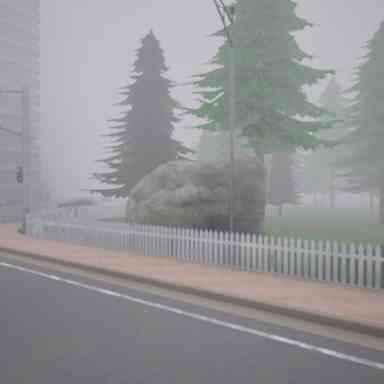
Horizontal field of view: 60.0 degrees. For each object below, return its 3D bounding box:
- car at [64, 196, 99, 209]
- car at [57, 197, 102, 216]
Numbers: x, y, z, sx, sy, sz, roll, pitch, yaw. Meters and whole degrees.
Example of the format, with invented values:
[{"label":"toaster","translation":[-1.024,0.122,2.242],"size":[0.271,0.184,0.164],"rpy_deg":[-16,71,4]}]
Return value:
[{"label":"car","translation":[-13.734,1.292,41.827],"size":[2.033,1.411,5.357],"rpy_deg":[0,0,7]},{"label":"car","translation":[-9.961,1.327,29.750],"size":[1.812,1.442,4.674],"rpy_deg":[0,0,21]}]
